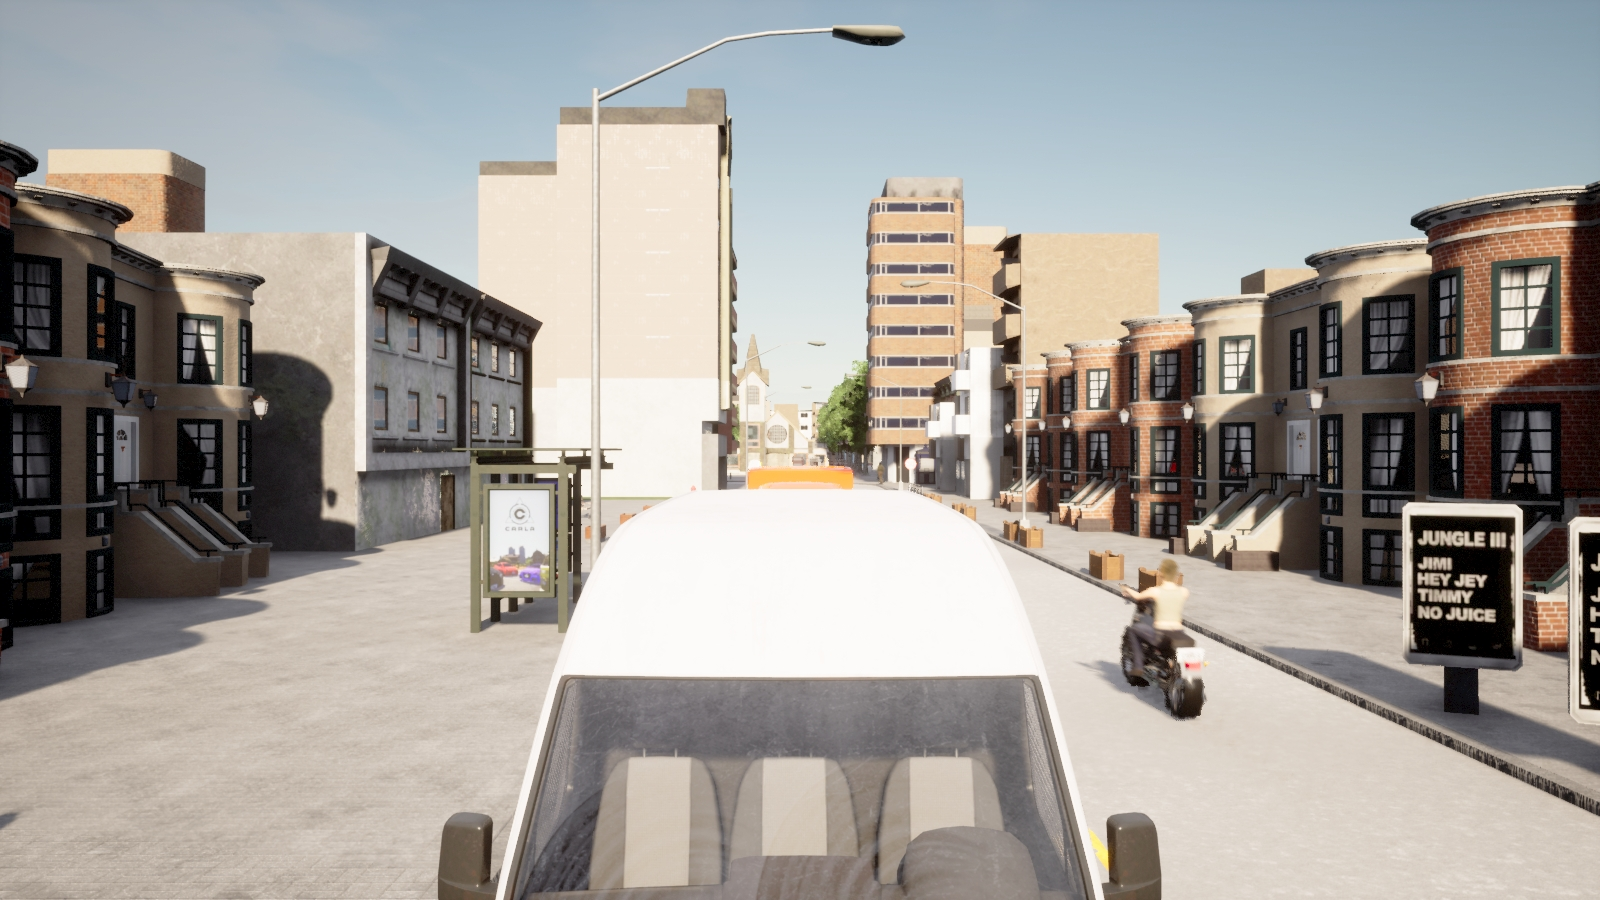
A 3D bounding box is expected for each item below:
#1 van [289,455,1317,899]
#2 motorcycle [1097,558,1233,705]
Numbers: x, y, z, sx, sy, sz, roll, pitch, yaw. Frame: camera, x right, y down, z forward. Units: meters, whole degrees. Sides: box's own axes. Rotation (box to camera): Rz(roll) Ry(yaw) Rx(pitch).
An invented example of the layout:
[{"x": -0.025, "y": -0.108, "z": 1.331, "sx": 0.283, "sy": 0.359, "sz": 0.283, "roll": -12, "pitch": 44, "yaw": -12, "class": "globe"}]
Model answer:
[{"x": 0.007, "y": 1.317, "z": 5.167, "sx": 1.988, "sy": 2.561, "sz": 5.915, "roll": 0, "pitch": 0, "yaw": 0, "class": "van"}, {"x": 4.004, "y": 1.955, "z": 12.762, "sx": 0.764, "sy": 1.277, "sz": 2.356, "roll": 0, "pitch": 0, "yaw": 0, "class": "motorcycle"}]
